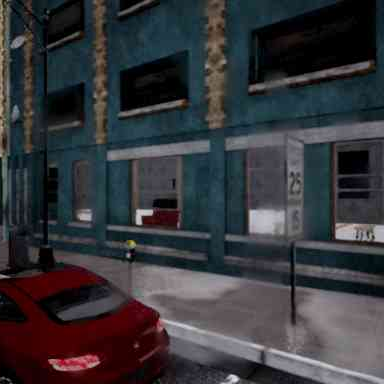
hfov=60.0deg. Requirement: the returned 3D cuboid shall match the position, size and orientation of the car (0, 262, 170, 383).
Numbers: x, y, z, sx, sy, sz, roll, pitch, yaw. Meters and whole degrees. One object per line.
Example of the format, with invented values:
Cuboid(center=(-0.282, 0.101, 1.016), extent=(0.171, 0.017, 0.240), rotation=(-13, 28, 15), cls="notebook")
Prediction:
Cuboid(center=(-2.194, 1.632, 4.427), extent=(4.206, 1.307, 1.802), rotation=(-1, 0, 35), cls="car")
